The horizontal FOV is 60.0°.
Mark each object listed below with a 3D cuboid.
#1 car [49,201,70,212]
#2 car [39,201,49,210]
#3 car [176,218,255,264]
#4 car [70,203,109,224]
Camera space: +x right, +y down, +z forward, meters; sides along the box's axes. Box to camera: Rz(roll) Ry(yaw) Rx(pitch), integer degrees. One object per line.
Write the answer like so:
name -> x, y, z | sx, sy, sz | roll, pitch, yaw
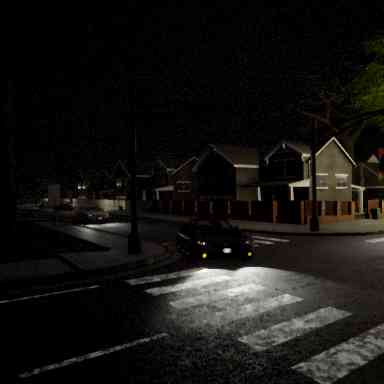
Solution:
car -> -18.253, 1.985, 47.015 | 2.128, 1.511, 4.902 | -1, 0, -34
car -> -24.230, 2.187, 55.544 | 1.994, 1.385, 4.181 | -1, 0, -35
car -> 0.660, 1.646, 11.947 | 1.994, 1.385, 4.181 | 1, -2, -12
car -> -8.554, 1.827, 28.147 | 1.812, 1.442, 4.674 | -1, 0, -35
